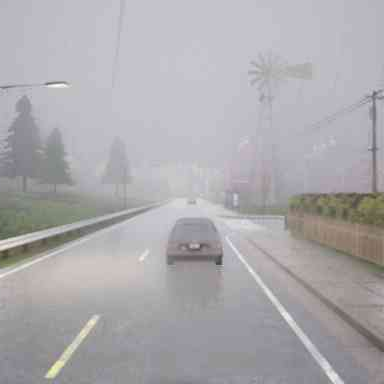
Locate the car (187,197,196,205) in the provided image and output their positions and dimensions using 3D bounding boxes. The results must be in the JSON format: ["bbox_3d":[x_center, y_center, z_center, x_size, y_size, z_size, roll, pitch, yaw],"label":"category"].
[{"bbox_3d":[-0.026,2.018,69.183,2.128,1.511,4.902,0,0,0],"label":"car"}]

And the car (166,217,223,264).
[{"bbox_3d":[0.080,1.635,12.142,2.033,1.411,5.357,0,0,0],"label":"car"}]

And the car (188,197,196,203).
[{"bbox_3d":[-0.030,1.938,79.560,1.837,1.490,4.892,0,0,0],"label":"car"}]
